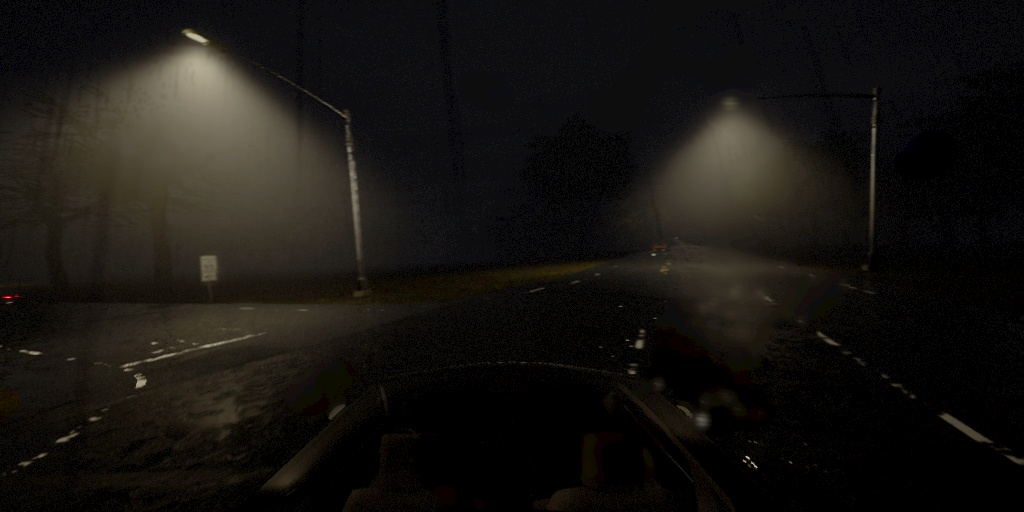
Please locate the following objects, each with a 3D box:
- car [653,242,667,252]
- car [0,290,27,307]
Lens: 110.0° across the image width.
[{"bbox_3d":[23.165,-1.372,56.046,1.882,1.535,5.008,0,2,27],"label":"car"},{"bbox_3d":[-40.883,3.477,28.630,4.902,1.511,2.128,-3,2,25],"label":"car"}]
